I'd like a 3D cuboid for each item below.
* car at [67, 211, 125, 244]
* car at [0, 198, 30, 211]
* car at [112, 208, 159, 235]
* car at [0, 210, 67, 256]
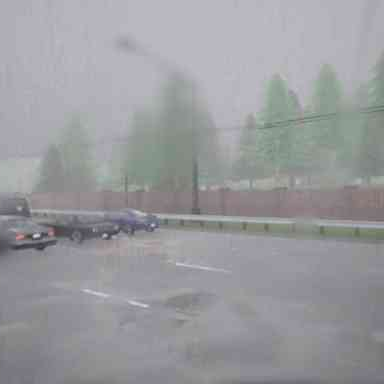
[{"bbox_3d":[-5.820,1.739,16.609,4.718,1.301,1.895,-1,0,36],"label":"car"},{"bbox_3d":[-15.937,1.500,28.110,5.566,2.045,2.150,-1,0,36],"label":"car"},{"bbox_3d":[-4.023,1.667,19.629,4.674,1.442,1.812,0,0,36],"label":"car"},{"bbox_3d":[-7.757,1.685,13.690,5.357,1.411,2.033,-1,0,35],"label":"car"}]
